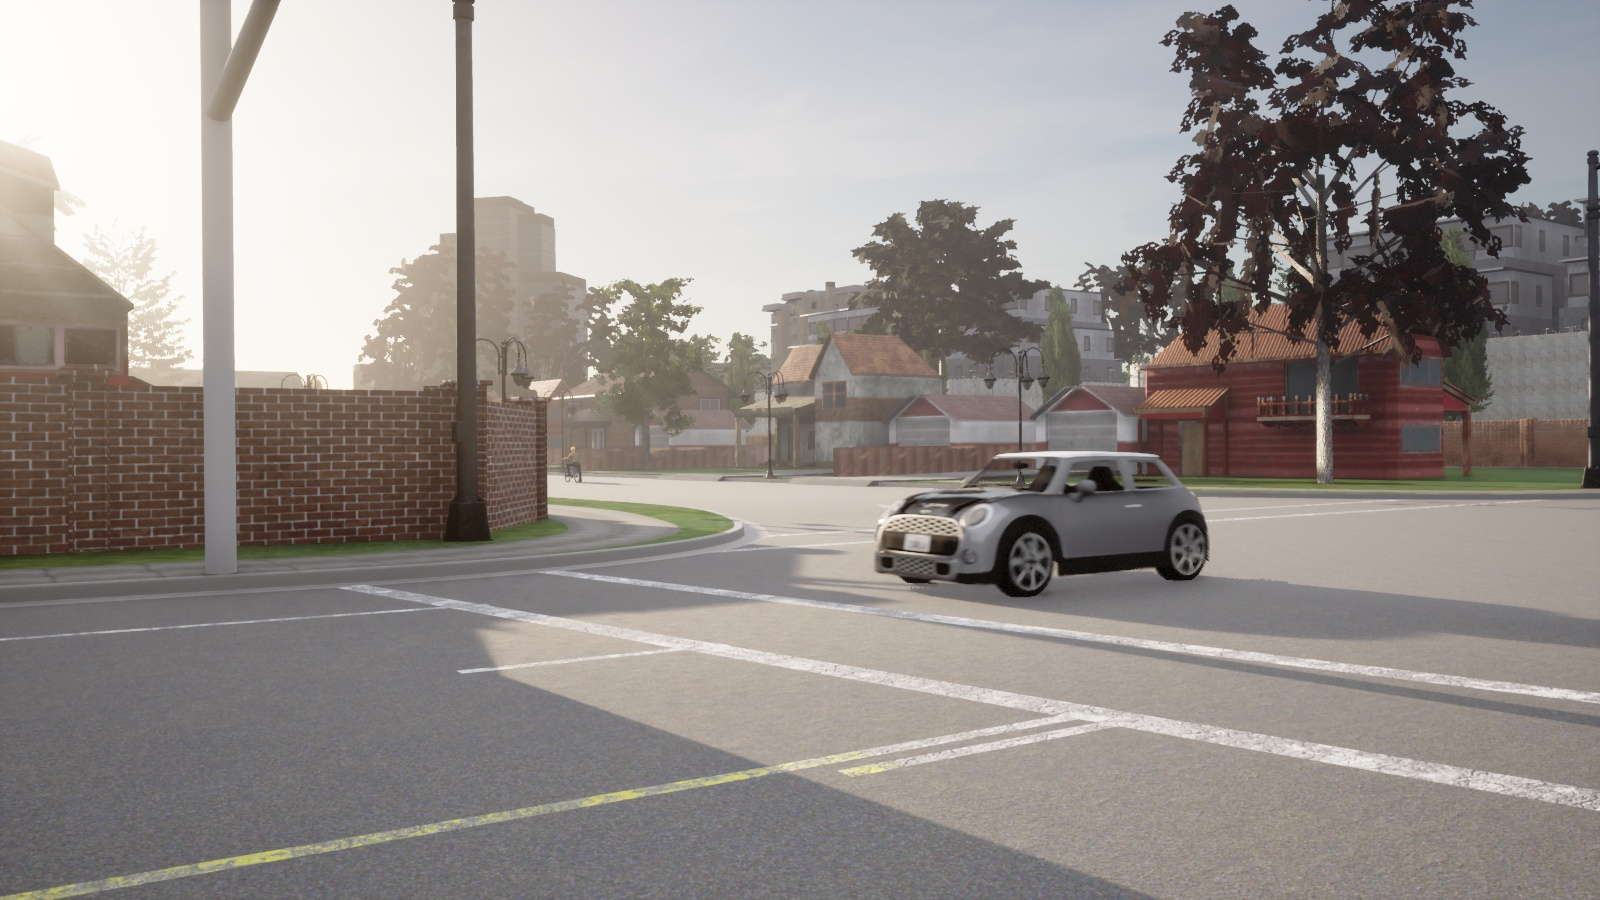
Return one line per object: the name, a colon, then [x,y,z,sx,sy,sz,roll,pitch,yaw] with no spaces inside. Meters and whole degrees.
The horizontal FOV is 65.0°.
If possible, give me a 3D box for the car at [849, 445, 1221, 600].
car: [2.668,0.700,14.046,3.806,1.475,1.970,-1,0,-35]
